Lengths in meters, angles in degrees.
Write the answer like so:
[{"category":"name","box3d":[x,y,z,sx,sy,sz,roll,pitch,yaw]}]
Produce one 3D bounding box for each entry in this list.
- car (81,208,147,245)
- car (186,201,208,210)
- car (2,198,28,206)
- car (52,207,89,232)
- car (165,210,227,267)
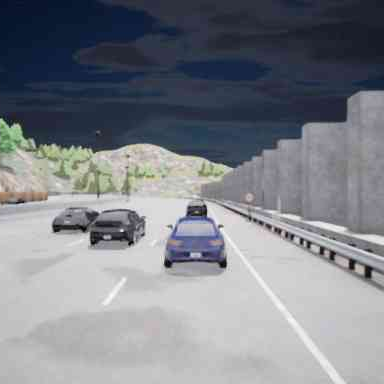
[{"category":"car","box3d":[-3.338,1.533,15.629,1.837,1.490,4.892,0,0,1]},{"category":"car","box3d":[0.465,1.529,30.408,1.882,1.535,5.008,0,0,1]},{"category":"car","box3d":[-27.302,1.608,51.365,1.882,1.535,5.008,0,0,0]},{"category":"car","box3d":[-6.761,1.598,20.118,1.994,1.385,4.181,0,0,1]},{"category":"car","box3d":[0.118,1.545,11.327,1.812,1.442,4.674,0,0,0]}]
